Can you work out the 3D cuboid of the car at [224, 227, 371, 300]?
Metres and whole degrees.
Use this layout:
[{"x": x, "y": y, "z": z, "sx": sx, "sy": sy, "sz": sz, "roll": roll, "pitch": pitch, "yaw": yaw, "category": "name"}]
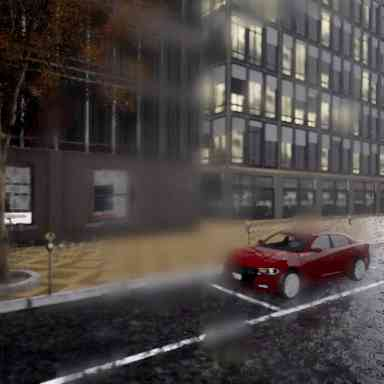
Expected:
[{"x": 2.830, "y": 1.622, "z": 8.578, "sx": 4.507, "sy": 1.381, "sz": 1.887, "roll": 1, "pitch": 0, "yaw": -35, "category": "car"}]
